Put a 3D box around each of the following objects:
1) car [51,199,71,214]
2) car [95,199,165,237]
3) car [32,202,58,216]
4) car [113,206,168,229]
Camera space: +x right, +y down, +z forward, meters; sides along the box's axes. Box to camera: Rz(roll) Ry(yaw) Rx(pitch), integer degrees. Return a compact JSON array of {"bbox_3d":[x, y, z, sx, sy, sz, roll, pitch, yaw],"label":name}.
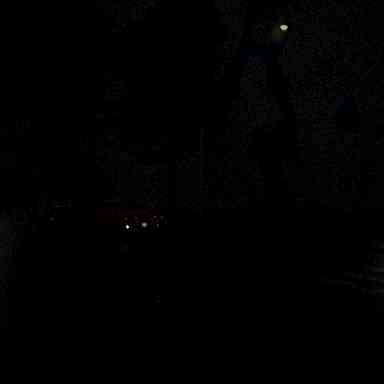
[{"bbox_3d":[-18.424,2.047,46.015,2.150,2.045,5.566,0,-1,-35],"label":"car"},{"bbox_3d":[-4.158,1.478,20.386,2.150,2.045,5.566,0,-1,-35],"label":"car"},{"bbox_3d":[-18.295,2.263,40.808,1.812,1.442,4.674,0,-1,-34],"label":"car"},{"bbox_3d":[-4.067,1.876,25.415,2.033,1.411,5.357,0,-1,-35],"label":"car"}]
